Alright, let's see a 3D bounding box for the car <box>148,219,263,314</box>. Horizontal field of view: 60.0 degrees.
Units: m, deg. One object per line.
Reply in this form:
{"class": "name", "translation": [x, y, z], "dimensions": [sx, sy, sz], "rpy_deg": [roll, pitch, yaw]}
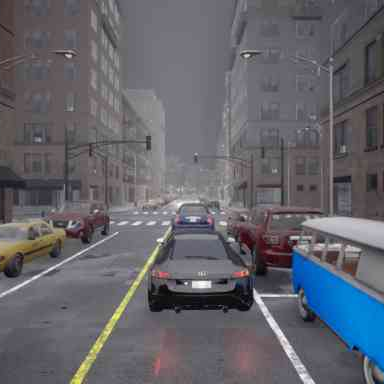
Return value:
{"class": "car", "translation": [0.107, 1.564, 7.732], "dimensions": [1.994, 1.385, 4.181], "rpy_deg": [0, 0, -2]}

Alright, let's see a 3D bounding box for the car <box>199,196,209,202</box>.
{"class": "car", "translation": [2.722, 1.548, 75.917], "dimensions": [2.008, 1.369, 4.403], "rpy_deg": [0, 0, 0]}

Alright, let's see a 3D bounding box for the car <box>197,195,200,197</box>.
{"class": "car", "translation": [2.716, 1.548, 70.435], "dimensions": [2.008, 1.369, 4.403], "rpy_deg": [0, 0, 0]}

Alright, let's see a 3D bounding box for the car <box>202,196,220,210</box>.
{"class": "car", "translation": [2.686, 1.547, 43.026], "dimensions": [2.008, 1.369, 4.403], "rpy_deg": [0, 0, 0]}

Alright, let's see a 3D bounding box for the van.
{"class": "van", "translation": [2.643, 1.341, 4.659], "dimensions": [1.690, 1.788, 3.998], "rpy_deg": [0, 0, 0]}

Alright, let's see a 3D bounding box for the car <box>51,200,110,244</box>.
{"class": "car", "translation": [-5.382, 1.314, 16.027], "dimensions": [2.192, 1.841, 5.009], "rpy_deg": [0, 0, 0]}

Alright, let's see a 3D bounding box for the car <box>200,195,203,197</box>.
{"class": "car", "translation": [2.698, 1.547, 53.989], "dimensions": [2.008, 1.369, 4.403], "rpy_deg": [0, 0, 0]}

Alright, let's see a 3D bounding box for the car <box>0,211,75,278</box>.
{"class": "car", "translation": [-5.388, 1.525, 10.178], "dimensions": [1.752, 1.417, 4.829], "rpy_deg": [0, 0, 0]}

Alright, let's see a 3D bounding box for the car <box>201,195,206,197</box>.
{"class": "car", "translation": [2.692, 1.541, 48.507], "dimensions": [1.887, 1.381, 4.507], "rpy_deg": [0, 0, 0]}

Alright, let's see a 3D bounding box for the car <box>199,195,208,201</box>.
{"class": "car", "translation": [2.728, 1.437, 81.399], "dimensions": [1.967, 1.590, 4.097], "rpy_deg": [0, 0, 0]}

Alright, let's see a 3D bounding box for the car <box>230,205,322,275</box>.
{"class": "car", "translation": [2.650, 1.314, 10.338], "dimensions": [2.192, 1.841, 5.009], "rpy_deg": [0, 0, 0]}

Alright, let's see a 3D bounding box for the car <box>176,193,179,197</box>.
{"class": "car", "translation": [-5.303, 1.312, 86.890], "dimensions": [2.192, 1.841, 5.009], "rpy_deg": [0, 0, 0]}

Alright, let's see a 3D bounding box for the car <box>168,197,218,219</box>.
{"class": "car", "translation": [0.069, 1.350, 17.788], "dimensions": [2.097, 1.767, 4.553], "rpy_deg": [0, 0, 0]}

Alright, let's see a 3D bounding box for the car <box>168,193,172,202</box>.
{"class": "car", "translation": [-5.343, 1.311, 59.480], "dimensions": [2.192, 1.841, 5.009], "rpy_deg": [0, 0, 0]}

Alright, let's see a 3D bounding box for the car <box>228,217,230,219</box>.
{"class": "car", "translation": [2.656, 1.581, 16.017], "dimensions": [1.802, 1.307, 4.206], "rpy_deg": [0, 0, 0]}

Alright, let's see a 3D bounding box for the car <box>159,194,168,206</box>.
{"class": "car", "translation": [-5.352, 1.522, 53.828], "dimensions": [1.752, 1.417, 4.829], "rpy_deg": [0, 0, 0]}

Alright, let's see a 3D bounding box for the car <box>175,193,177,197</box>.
{"class": "car", "translation": [-5.311, 1.563, 81.409], "dimensions": [1.947, 1.339, 4.313], "rpy_deg": [0, 0, 0]}

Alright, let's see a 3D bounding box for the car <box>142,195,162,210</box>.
{"class": "car", "translation": [-5.368, 1.521, 42.864], "dimensions": [1.752, 1.417, 4.829], "rpy_deg": [0, 0, 0]}

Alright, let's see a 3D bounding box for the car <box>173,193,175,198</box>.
{"class": "car", "translation": [-5.327, 1.437, 70.444], "dimensions": [1.967, 1.590, 4.097], "rpy_deg": [0, 0, 0]}
